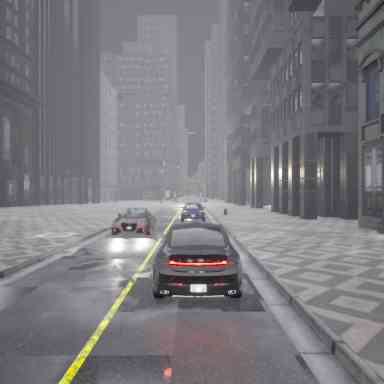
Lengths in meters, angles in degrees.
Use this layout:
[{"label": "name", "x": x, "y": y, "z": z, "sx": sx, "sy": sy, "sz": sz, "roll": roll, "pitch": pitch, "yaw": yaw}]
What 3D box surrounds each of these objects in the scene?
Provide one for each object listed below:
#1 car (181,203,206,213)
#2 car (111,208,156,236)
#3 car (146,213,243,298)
[{"label": "car", "x": 0.101, "y": 1.558, "z": 26.329, "sx": 1.812, "sy": 1.442, "sz": 4.674, "roll": 0, "pitch": 0, "yaw": 0}, {"label": "car", "x": -3.101, "y": 1.577, "z": 18.372, "sx": 1.994, "sy": 1.385, "sz": 4.181, "roll": 0, "pitch": 0, "yaw": 0}, {"label": "car", "x": 0.105, "y": 1.509, "z": 8.483, "sx": 1.837, "sy": 1.490, "sz": 4.892, "roll": 0, "pitch": 0, "yaw": 0}]
